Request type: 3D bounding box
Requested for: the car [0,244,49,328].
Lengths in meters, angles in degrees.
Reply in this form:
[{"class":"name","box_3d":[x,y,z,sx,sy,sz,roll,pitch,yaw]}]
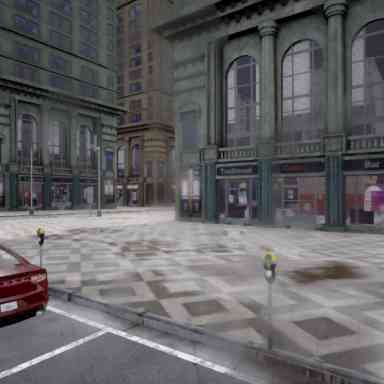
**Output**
[{"class":"car","box_3d":[-4.493,1.545,6.170,4.507,1.381,1.887,0,0,35]}]
